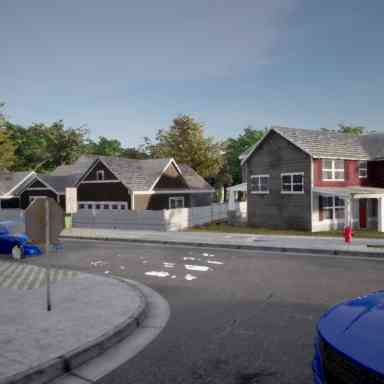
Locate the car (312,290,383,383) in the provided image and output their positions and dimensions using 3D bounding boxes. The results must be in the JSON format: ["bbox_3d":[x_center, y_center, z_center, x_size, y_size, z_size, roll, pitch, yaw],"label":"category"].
[{"bbox_3d":[3.667,1.483,3.875,5.008,1.535,1.882,0,0,-26],"label":"car"}]

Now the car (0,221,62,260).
[{"bbox_3d":[-8.201,2.094,15.355,5.008,1.535,1.882,-2,0,30],"label":"car"}]
